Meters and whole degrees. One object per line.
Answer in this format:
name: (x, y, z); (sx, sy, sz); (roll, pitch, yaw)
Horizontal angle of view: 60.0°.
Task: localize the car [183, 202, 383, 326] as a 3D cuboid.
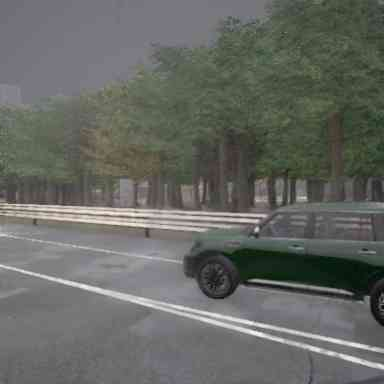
car: (2.518, 1.228, 6.905); (5.566, 2.045, 2.150); (0, 0, 31)
